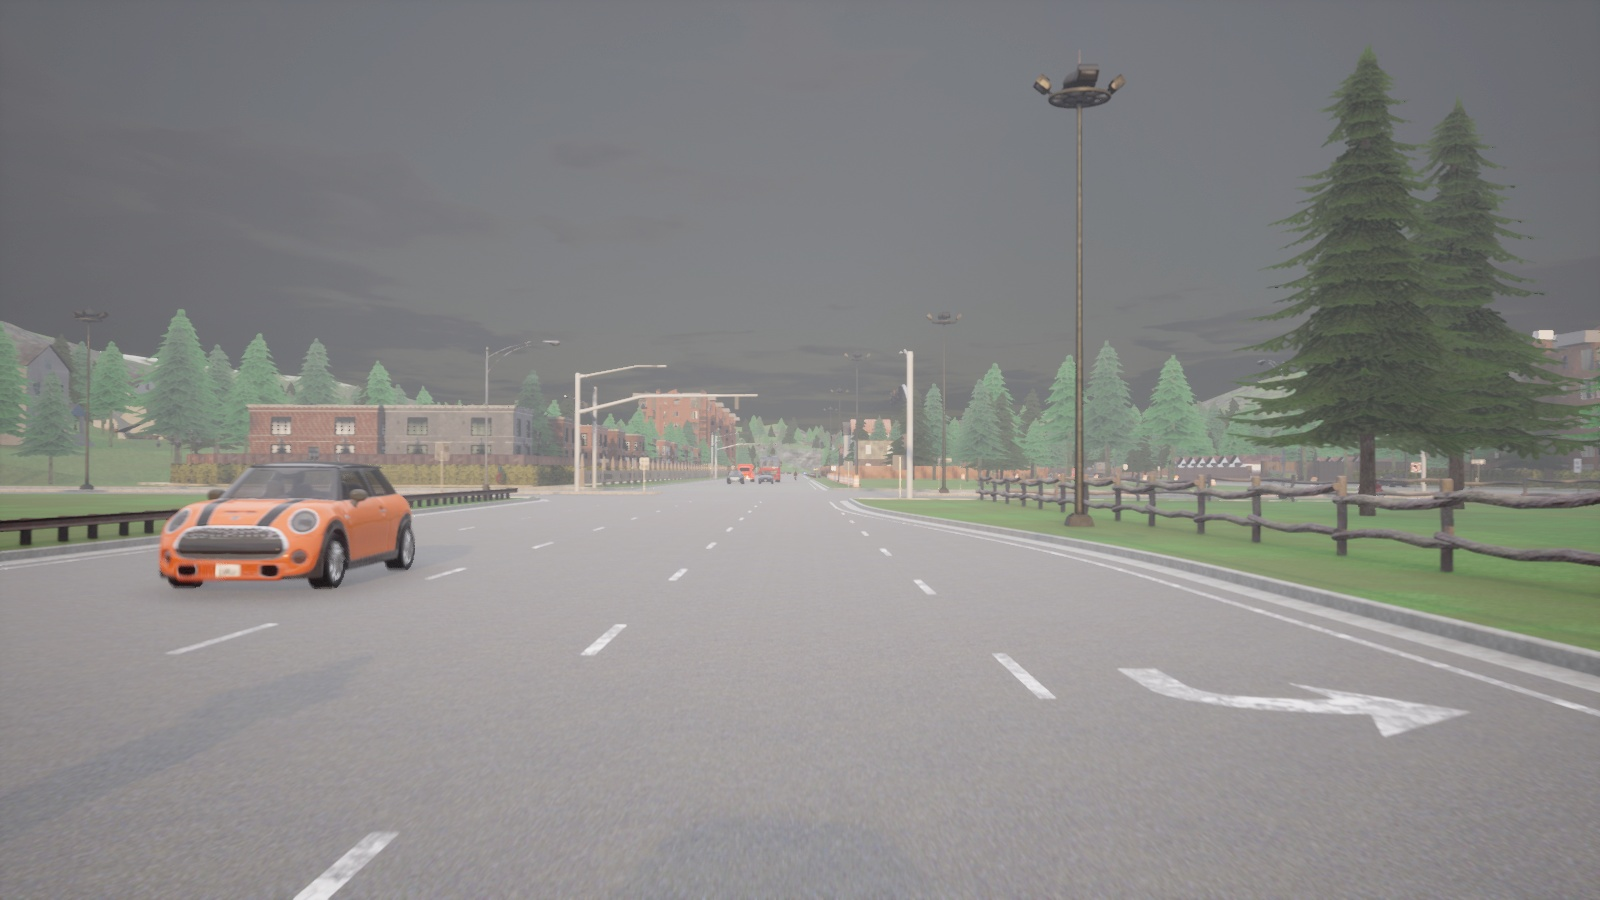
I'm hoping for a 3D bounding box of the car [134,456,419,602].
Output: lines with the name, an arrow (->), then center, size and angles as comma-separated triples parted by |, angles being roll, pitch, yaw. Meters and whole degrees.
car -> -7.057, 0.994, 17.550 | 2.097, 1.767, 4.553 | 0, -1, 0
